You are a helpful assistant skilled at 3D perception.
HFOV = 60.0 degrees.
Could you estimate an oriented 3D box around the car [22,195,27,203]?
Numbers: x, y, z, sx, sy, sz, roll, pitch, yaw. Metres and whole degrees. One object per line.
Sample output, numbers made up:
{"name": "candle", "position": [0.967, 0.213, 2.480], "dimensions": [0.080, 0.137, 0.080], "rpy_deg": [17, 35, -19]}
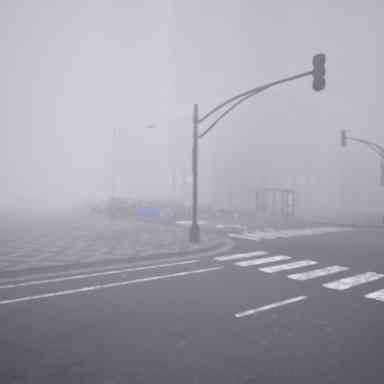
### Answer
{"name": "car", "position": [-32.750, 1.542, 67.942], "dimensions": [1.967, 1.590, 4.097], "rpy_deg": [1, -1, -36]}

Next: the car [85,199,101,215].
{"name": "car", "position": [-9.611, 1.685, 35.632], "dimensions": [1.802, 1.307, 4.206], "rpy_deg": [1, -1, -36]}

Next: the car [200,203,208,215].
{"name": "car", "position": [0.624, 1.805, 35.980], "dimensions": [1.802, 1.307, 4.206], "rpy_deg": [1, -1, -36]}

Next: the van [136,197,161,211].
{"name": "van", "position": [-5.985, 1.559, 45.214], "dimensions": [1.690, 1.788, 3.998], "rpy_deg": [1, -1, -36]}

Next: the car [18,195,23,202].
{"name": "car", "position": [-35.957, 1.627, 72.419], "dimensions": [1.752, 1.417, 4.829], "rpy_deg": [1, -1, -36]}

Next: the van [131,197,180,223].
{"name": "van", "position": [-2.997, 1.452, 26.402], "dimensions": [1.690, 1.788, 3.998], "rpy_deg": [1, -1, -36]}

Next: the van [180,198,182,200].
{"name": "van", "position": [-2.679, 1.561, 40.598], "dimensions": [1.690, 1.788, 3.998], "rpy_deg": [1, -1, -36]}

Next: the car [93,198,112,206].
{"name": "car", "position": [-15.905, 1.799, 59.059], "dimensions": [1.802, 1.307, 4.206], "rpy_deg": [1, -1, -36]}

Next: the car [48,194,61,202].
{"name": "car", "position": [-35.737, 1.535, 86.756], "dimensions": [2.192, 1.841, 5.009], "rpy_deg": [1, -1, -36]}

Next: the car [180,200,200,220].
{"name": "car", "position": [-1.584, 1.710, 28.997], "dimensions": [1.994, 1.385, 4.181], "rpy_deg": [1, -1, -36]}

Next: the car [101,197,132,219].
{"name": "car", "position": [-6.302, 1.422, 31.018], "dimensions": [2.192, 1.841, 5.009], "rpy_deg": [1, -1, -36]}

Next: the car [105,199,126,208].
{"name": "car", "position": [-12.599, 1.799, 54.443], "dimensions": [1.802, 1.307, 4.206], "rpy_deg": [1, -1, -36]}

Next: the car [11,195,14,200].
{"name": "car", "position": [-42.568, 1.628, 81.650], "dimensions": [1.752, 1.417, 4.829], "rpy_deg": [1, -1, -36]}

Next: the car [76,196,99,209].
{"name": "car", "position": [-14.439, 1.662, 47.001], "dimensions": [1.812, 1.442, 4.674], "rpy_deg": [1, -1, -35]}

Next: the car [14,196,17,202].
{"name": "car", "position": [-39.363, 1.668, 77.173], "dimensions": [1.947, 1.339, 4.313], "rpy_deg": [1, -1, -36]}

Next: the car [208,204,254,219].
{"name": "car", "position": [3.930, 1.778, 31.365], "dimensions": [2.008, 1.369, 4.403], "rpy_deg": [1, -1, -36]}

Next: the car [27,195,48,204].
{"name": "car", "position": [-29.445, 1.652, 63.326], "dimensions": [2.008, 1.369, 4.403], "rpy_deg": [1, -1, -36]}
